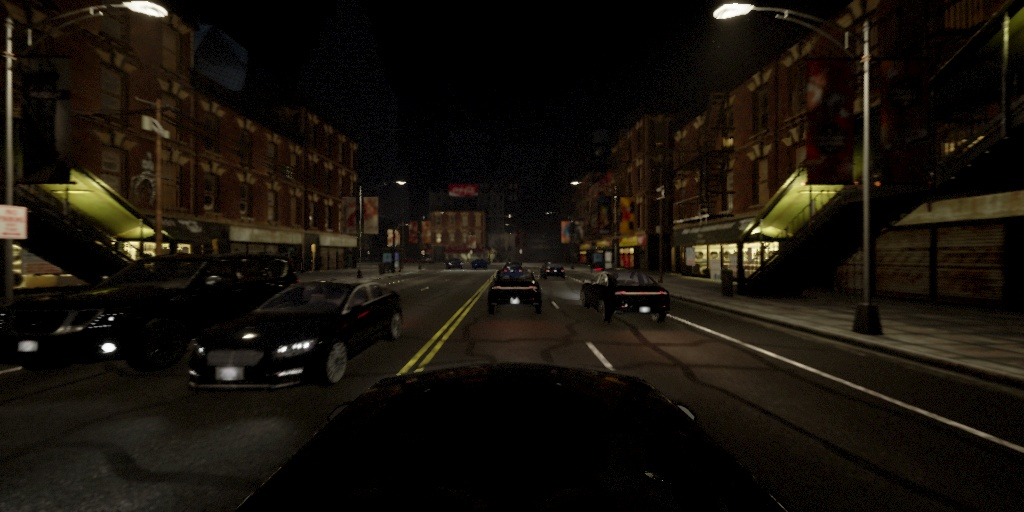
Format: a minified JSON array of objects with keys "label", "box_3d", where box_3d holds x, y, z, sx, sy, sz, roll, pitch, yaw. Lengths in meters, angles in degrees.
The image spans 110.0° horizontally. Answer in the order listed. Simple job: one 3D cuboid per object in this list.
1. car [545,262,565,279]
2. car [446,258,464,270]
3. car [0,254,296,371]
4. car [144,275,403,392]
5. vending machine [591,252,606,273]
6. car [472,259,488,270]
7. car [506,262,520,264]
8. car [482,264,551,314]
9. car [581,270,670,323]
[{"label":"car","box_3d":[3.586,1.265,32.142,2.033,1.411,5.357,0,0,0]},{"label":"car","box_3d":[-8.257,1.050,51.751,2.097,1.767,4.553,0,0,-15]},{"label":"car","box_3d":[-7.102,0.966,8.022,2.150,2.045,5.566,0,0,0]},{"label":"car","box_3d":[-3.602,1.236,7.025,2.128,1.511,4.902,0,0,0]},{"label":"vending machine","box_3d":[10.856,0.898,45.230,1.100,2.100,0.880,0,0,-1]},{"label":"car","box_3d":[-4.596,1.176,51.454,1.882,1.535,5.008,0,0,-12]},{"label":"car","box_3d":[0.085,1.265,32.134,2.033,1.411,5.357,0,0,0]},{"label":"car","box_3d":[0.095,1.229,13.820,2.128,1.511,4.902,0,0,0]},{"label":"car","box_3d":[3.596,1.230,12.136,2.128,1.511,4.902,0,0,0]}]
